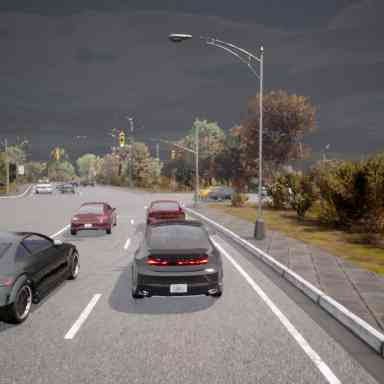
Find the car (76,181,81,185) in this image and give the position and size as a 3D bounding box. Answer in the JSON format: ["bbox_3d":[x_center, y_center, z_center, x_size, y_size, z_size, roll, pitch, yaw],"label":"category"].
[{"bbox_3d":[-29.074,-1.996,81.780,1.837,1.490,4.892,-1,3,-25],"label":"car"}]

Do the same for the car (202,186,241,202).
[{"bbox_3d":[3.935,0.351,37.189,4.674,1.442,1.812,0,3,-22],"label":"car"}]

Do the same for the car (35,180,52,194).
[{"bbox_3d":[-23.494,-0.835,52.772,2.150,2.045,5.566,-1,3,-24],"label":"car"}]

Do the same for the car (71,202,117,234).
[{"bbox_3d":[-4.913,1.241,16.938,1.812,1.442,4.674,0,2,-8],"label":"car"}]

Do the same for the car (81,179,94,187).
[{"bbox_3d":[-25.916,-2.347,83.273,2.150,2.045,5.566,-1,3,-25],"label":"car"}]

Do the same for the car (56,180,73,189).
[{"bbox_3d":[-23.585,-1.005,61.635,1.837,1.490,4.892,-1,3,-24],"label":"car"}]

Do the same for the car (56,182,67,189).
[{"bbox_3d":[-27.853,-1.373,70.906,1.895,1.301,4.718,-1,3,-25],"label":"car"}]

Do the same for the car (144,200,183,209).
[{"bbox_3d":[-1.452,1.169,17.398,1.882,1.535,5.008,0,2,-8],"label":"car"}]

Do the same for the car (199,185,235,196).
[{"bbox_3d":[3.703,-0.171,48.594,4.892,1.490,1.837,0,3,-22],"label":"car"}]

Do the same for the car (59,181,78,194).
[{"bbox_3d":[-19.853,-0.550,53.178,1.812,1.442,4.674,-1,3,-23],"label":"car"}]

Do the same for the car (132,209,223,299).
[{"bbox_3d":[-0.401,1.428,8.339,1.837,1.490,4.892,0,1,-4],"label":"car"}]

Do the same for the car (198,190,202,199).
[{"bbox_3d":[2.975,0.136,40.568,5.008,1.535,1.882,0,3,-22],"label":"car"}]

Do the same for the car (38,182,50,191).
[{"bbox_3d":[-27.499,-1.041,61.805,1.882,1.535,5.008,-1,3,-24],"label":"car"}]

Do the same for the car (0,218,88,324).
[{"bbox_3d":[-3.845,1.516,7.022,1.994,1.385,4.181,0,1,-2],"label":"car"}]

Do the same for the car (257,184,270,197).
[{"bbox_3d":[13.033,-0.287,52.296,5.566,2.045,2.150,1,2,-22],"label":"car"}]
